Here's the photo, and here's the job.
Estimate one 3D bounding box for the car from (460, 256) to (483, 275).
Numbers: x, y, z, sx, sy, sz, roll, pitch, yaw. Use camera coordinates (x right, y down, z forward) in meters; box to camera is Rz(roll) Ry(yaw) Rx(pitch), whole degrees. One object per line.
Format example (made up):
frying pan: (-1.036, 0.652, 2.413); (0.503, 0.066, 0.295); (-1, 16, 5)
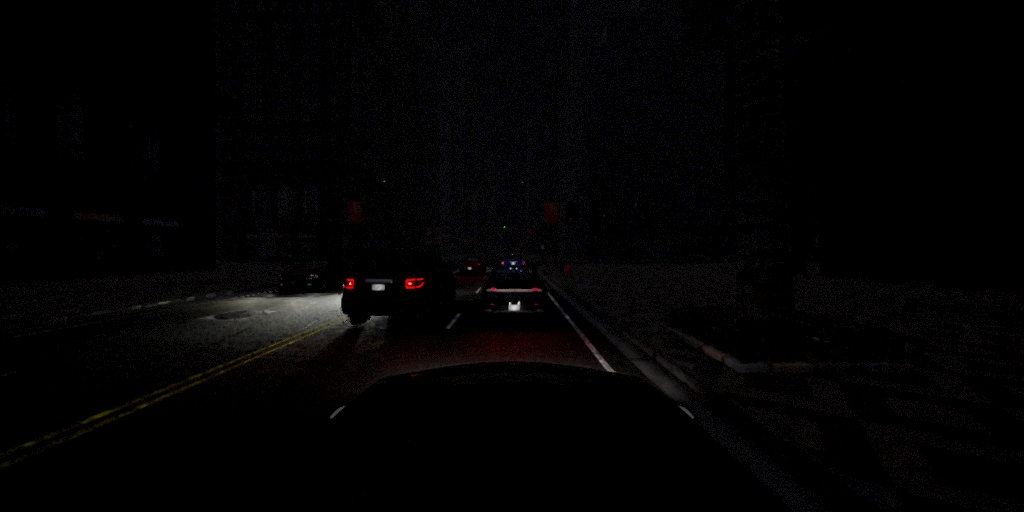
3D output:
car: (-3.152, 0.713, 29.110); (1.812, 1.442, 4.674); (0, 1, 0)

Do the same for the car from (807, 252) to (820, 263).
car: (37.852, 0.243, 46.734); (4.902, 1.511, 2.128); (0, 1, -1)

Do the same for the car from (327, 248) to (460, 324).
car: (-3.170, 0.762, 11.098); (2.150, 2.045, 5.566); (0, 1, -1)

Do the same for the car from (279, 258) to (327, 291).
car: (-9.842, 0.862, 18.570); (1.882, 1.535, 5.008); (0, 1, 0)

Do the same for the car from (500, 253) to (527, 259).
car: (0.094, 0.550, 28.425); (2.097, 1.767, 4.553); (0, 1, 0)

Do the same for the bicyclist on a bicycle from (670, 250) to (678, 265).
bicyclist on a bicycle: (18.404, 0.163, 40.806); (0.582, 1.620, 1.656); (0, 0, -1)

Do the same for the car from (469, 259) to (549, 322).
car: (0.081, 1.026, 11.375); (2.128, 1.511, 4.902); (0, 1, 1)

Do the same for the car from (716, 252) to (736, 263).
car: (32.117, 0.151, 52.515); (4.097, 1.591, 1.967); (0, 0, -1)

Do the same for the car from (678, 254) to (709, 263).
car: (26.479, 0.310, 52.429); (4.207, 1.307, 1.802); (0, 0, -1)
